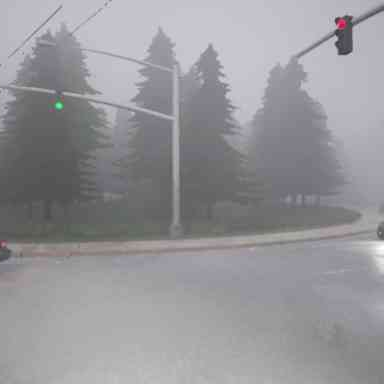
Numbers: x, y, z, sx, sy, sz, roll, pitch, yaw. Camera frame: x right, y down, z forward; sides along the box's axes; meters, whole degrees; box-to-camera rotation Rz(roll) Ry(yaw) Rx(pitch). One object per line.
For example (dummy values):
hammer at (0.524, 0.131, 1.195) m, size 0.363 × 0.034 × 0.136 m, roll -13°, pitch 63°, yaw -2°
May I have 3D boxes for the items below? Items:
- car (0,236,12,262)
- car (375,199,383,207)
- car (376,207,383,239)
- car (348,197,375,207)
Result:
car at (-7.940, 1.564, 9.245) m, size 5.357 × 1.411 × 2.033 m, roll 0°, pitch 0°, yaw 7°
car at (20.178, 1.308, 32.818) m, size 2.097 × 1.767 × 4.553 m, roll 0°, pitch 0°, yaw 14°
car at (10.455, 1.525, 15.810) m, size 4.181 × 1.385 × 1.994 m, roll 0°, pitch 0°, yaw -42°
car at (25.090, 1.467, 49.086) m, size 1.837 × 1.490 × 4.892 m, roll 0°, pitch 0°, yaw -10°
